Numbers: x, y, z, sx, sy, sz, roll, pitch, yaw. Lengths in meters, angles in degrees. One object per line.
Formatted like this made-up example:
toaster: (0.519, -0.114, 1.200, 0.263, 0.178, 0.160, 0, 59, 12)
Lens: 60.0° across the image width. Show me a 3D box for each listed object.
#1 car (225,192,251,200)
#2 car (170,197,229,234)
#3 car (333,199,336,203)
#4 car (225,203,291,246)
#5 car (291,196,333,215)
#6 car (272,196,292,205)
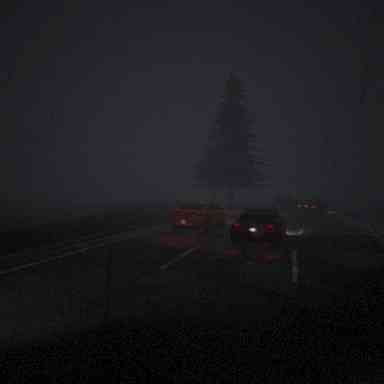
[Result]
car: (8.775, 0.778, 63.107, 4.892, 1.490, 1.837, 1, 1, 16)
car: (0.517, 1.227, 17.800, 1.882, 1.535, 5.008, 1, 1, 21)
car: (19.904, 1.252, 51.685, 1.895, 1.301, 4.718, 1, 1, -24)
car: (3.037, 1.408, 14.621, 1.994, 1.385, 4.181, 1, 1, 20)
car: (11.364, 1.321, 31.147, 2.033, 1.411, 5.357, 2, 1, 34)
car: (10.061, 1.180, 35.346, 2.128, 1.511, 4.902, 2, 1, 34)
